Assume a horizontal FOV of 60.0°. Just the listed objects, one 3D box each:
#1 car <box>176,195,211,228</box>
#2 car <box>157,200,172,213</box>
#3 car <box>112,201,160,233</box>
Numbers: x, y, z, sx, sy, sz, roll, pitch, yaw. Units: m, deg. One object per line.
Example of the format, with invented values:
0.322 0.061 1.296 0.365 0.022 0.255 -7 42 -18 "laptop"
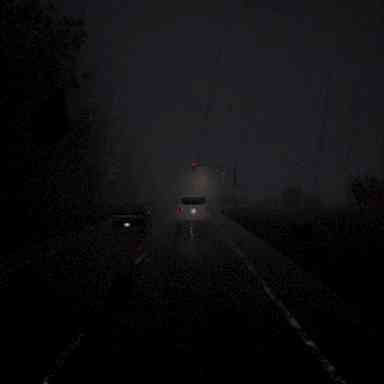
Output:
0.102 1.222 22.599 2.150 2.045 5.566 0 0 0 "car"
-3.396 1.563 37.657 1.994 1.385 4.181 0 0 0 "car"
-3.398 1.493 19.837 2.128 1.511 4.902 0 0 0 "car"
